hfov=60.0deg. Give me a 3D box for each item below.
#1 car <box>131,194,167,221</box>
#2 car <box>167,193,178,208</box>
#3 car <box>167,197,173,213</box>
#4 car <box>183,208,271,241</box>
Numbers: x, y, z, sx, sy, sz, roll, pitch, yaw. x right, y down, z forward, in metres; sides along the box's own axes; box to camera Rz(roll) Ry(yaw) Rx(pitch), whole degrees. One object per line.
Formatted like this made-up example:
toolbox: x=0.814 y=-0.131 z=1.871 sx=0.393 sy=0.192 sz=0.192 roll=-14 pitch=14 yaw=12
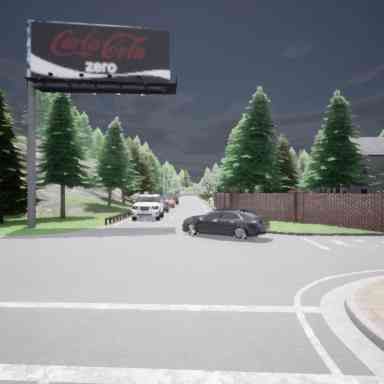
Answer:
car: x=-3.587 y=1.221 z=27.822 sx=2.150 sy=2.045 sz=5.566 roll=0 pitch=0 yaw=0
car: x=-3.558 y=1.352 z=47.444 sx=2.097 sy=1.767 sz=4.553 roll=0 pitch=0 yaw=0
car: x=-3.577 y=1.564 z=37.303 sx=1.994 sy=1.385 sz=4.181 roll=0 pitch=0 yaw=0
car: x=1.734 y=1.617 z=17.634 sx=4.892 sy=1.490 sz=1.837 roll=1 pitch=4 yaw=35
